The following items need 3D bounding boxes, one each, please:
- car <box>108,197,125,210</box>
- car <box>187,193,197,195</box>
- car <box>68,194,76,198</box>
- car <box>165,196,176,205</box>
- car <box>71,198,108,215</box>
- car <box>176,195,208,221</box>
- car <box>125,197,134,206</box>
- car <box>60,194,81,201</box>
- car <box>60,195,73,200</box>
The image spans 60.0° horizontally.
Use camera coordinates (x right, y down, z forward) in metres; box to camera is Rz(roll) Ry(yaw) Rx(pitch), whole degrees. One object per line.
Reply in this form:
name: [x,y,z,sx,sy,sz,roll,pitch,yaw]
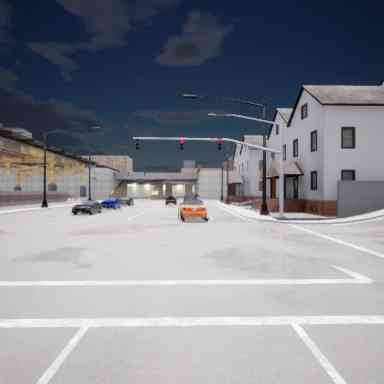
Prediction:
car: [-10.703,1.478,44.068,1.882,1.535,5.008,0,0,0]
car: [-0.024,1.221,51.975,2.150,2.045,5.566,0,0,0]
car: [-31.884,1.452,84.231,2.038,1.542,4.974,0,0,-37]
car: [-3.641,1.505,58.578,1.837,1.490,4.892,0,0,0]
car: [-10.683,1.547,34.345,2.033,1.411,5.357,0,0,0]
car: [0.034,1.356,27.698,2.097,1.767,4.553,0,0,-5]
car: [-10.718,1.526,54.343,1.812,1.442,4.674,0,0,0]
car: [-32.686,1.452,89.596,2.038,1.542,4.974,0,0,28]
car: [-31.915,1.295,84.273,1.853,1.218,4.536,0,0,-37]
